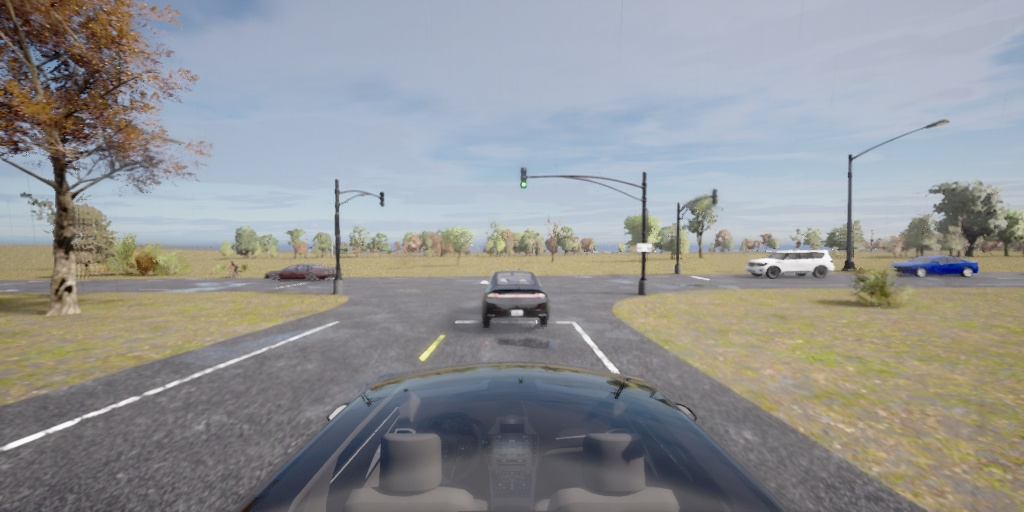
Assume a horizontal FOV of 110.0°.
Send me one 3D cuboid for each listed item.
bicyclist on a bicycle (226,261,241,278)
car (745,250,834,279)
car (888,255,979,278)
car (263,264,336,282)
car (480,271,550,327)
[{"bbox_3d":[-26.312,1.273,33.900,0.582,1.620,1.656,-1,0,4],"label":"bicyclist on a bicycle"},{"bbox_3d":[20.755,0.580,26.927,5.566,2.045,2.150,-1,2,3],"label":"car"},{"bbox_3d":[30.770,0.726,26.280,5.008,1.535,1.882,-1,2,4],"label":"car"},{"bbox_3d":[-17.286,1.346,29.436,5.357,1.411,2.033,-1,2,3],"label":"car"},{"bbox_3d":[0.016,1.207,11.418,2.128,1.511,4.902,0,0,-3],"label":"car"}]
